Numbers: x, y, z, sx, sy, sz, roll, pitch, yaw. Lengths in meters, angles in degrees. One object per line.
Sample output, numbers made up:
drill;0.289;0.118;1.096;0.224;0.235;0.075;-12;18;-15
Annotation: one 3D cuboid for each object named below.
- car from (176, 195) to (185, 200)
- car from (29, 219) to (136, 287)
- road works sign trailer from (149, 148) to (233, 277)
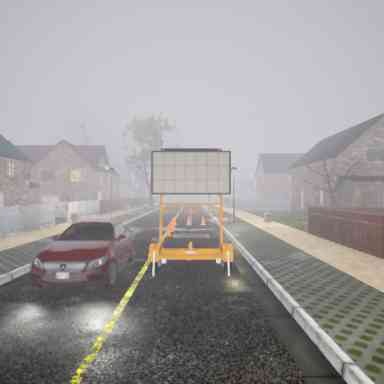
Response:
car;-2.994;1.681;90.180;2.150;2.045;5.566;0;-1;0
car;-2.775;1.533;9.446;1.812;1.442;4.674;0;0;0
road works sign trailer;-0.027;0.472;10.208;2.380;3.560;2.880;0;0;0
